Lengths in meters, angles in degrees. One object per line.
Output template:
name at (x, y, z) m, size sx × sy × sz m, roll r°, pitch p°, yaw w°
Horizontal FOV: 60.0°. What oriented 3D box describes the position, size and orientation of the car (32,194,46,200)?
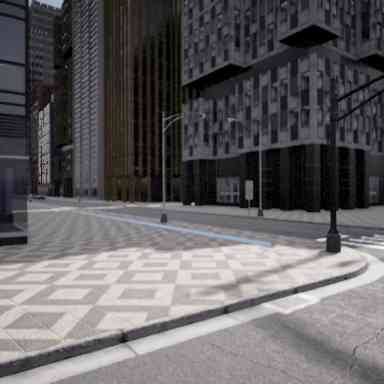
car at (-39.522, 1.462, 86.475) m, size 1.895 × 1.301 × 4.718 m, roll 0°, pitch 0°, yaw -35°
